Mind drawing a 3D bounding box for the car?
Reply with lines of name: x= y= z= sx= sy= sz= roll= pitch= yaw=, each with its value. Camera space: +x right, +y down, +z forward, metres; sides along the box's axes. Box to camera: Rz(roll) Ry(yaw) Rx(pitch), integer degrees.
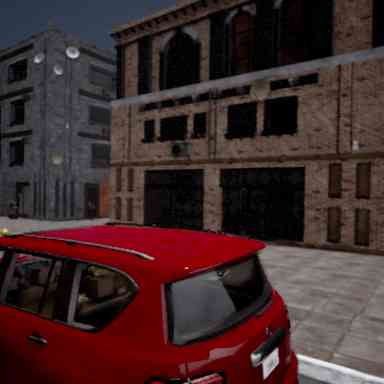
car: x=-1.376 y=1.303 z=3.794 sx=5.009 sy=1.841 sz=2.192 roll=0 pitch=1 yaw=36
